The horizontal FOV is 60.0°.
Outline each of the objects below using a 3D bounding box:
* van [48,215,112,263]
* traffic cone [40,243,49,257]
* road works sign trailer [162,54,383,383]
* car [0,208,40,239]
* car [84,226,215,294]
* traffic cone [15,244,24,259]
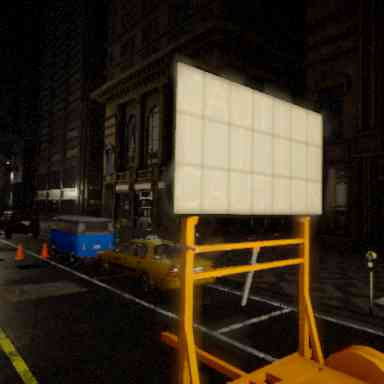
[{"bbox_3d":[-4.861,1.933,14.328,1.690,1.788,3.998,3,-3,-40],"label":"van"},{"bbox_3d":[-6.460,2.528,14.591,0.340,0.580,0.340,3,-4,-40],"label":"traffic cone"},{"bbox_3d":[0.556,0.659,3.568,2.380,3.560,2.880,3,-4,-40],"label":"road works sign trailer"},{"bbox_3d":[-12.022,2.169,22.939,2.192,1.841,5.009,3,-3,-40],"label":"car"},{"bbox_3d":[-1.392,1.992,10.144,1.752,1.417,4.829,3,-3,-40],"label":"car"},{"bbox_3d":[-7.229,2.482,13.953,0.340,0.580,0.340,3,-4,-40],"label":"traffic cone"}]
